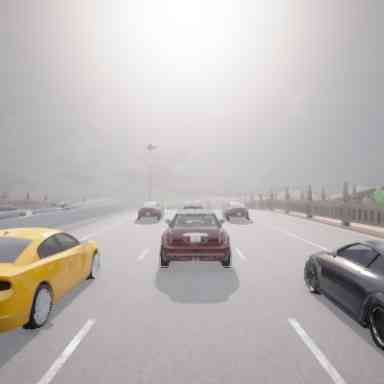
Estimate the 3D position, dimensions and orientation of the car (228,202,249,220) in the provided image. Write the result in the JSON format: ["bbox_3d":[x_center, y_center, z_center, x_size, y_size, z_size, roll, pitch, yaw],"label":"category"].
[{"bbox_3d":[3.610,1.530,27.795,1.812,1.442,4.674,0,0,0],"label":"car"}]

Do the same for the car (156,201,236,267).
[{"bbox_3d":[0.105,1.354,11.584,2.097,1.767,4.553,0,0,0],"label":"car"}]

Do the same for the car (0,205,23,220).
[{"bbox_3d":[-14.090,1.606,24.176,1.895,1.301,4.718,0,0,0],"label":"car"}]

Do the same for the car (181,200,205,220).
[{"bbox_3d":[0.110,1.482,28.792,1.882,1.535,5.008,0,0,0],"label":"car"}]

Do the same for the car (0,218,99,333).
[{"bbox_3d":[-3.398,1.479,6.932,1.882,1.535,5.008,0,0,0],"label":"car"}]

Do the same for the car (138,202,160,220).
[{"bbox_3d":[-3.390,1.530,27.809,1.812,1.442,4.674,0,0,0],"label":"car"}]

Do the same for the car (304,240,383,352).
[{"bbox_3d":[3.602,1.565,6.097,1.994,1.385,4.181,0,0,0],"label":"car"}]

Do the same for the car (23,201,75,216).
[{"bbox_3d":[-10.588,1.497,25.673,2.128,1.511,4.902,0,0,0],"label":"car"}]
